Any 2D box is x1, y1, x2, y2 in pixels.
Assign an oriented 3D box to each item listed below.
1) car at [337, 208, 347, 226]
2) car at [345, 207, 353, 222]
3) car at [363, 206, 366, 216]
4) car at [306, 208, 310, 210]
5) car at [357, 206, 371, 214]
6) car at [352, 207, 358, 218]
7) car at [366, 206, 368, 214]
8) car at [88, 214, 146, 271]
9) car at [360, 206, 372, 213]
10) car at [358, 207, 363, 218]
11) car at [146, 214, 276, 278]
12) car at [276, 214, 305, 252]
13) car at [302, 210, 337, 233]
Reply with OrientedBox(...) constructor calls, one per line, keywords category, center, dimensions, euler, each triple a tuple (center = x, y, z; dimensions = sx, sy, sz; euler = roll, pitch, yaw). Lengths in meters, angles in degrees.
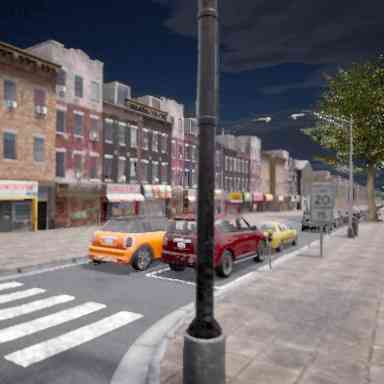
OrientedBox(category="car", center=(12.544, 2.443, 30.396), dimensions=(2.008, 1.369, 4.403), euler=(-1, -2, 32))
OrientedBox(category="car", center=(15.442, 2.614, 35.121), dimensions=(1.802, 1.307, 4.206), euler=(-1, -2, 32))
OrientedBox(category="car", center=(24.136, 3.008, 49.300), dimensions=(2.008, 1.369, 4.403), euler=(-1, -2, 32))
OrientedBox(category="car", center=(13.549, 2.525, 36.864), dimensions=(1.837, 1.490, 4.892), euler=(1, -1, 32))
OrientedBox(category="car", center=(32.830, 3.444, 63.478), dimensions=(2.008, 1.369, 4.403), euler=(-1, -2, 32))
OrientedBox(category="car", center=(18.341, 2.716, 39.849), dimensions=(1.887, 1.381, 4.507), euler=(-1, -2, 32))
OrientedBox(category="car", center=(27.034, 3.152, 54.026), dimensions=(2.008, 1.369, 4.403), euler=(-1, -2, 32))
OrientedBox(category="car", center=(-1.577, 1.659, 12.444), dimensions=(2.097, 1.767, 4.553), euler=(1, -1, 30))
OrientedBox(category="car", center=(35.728, 3.584, 68.204), dimensions=(1.887, 1.381, 4.507), euler=(-1, -2, 32))
OrientedBox(category="car", center=(21.239, 2.754, 44.577), dimensions=(1.967, 1.590, 4.097), euler=(-1, -2, 32))
OrientedBox(category="car", center=(0.953, 1.659, 11.498), dimensions=(2.192, 1.841, 5.009), euler=(-1, -2, 32))
OrientedBox(category="car", center=(3.939, 2.010, 16.363), dimensions=(1.752, 1.417, 4.829), euler=(-1, -2, 32))
OrientedBox(category="car", center=(9.646, 2.320, 25.669), dimensions=(1.947, 1.339, 4.313), euler=(-1, -2, 32))
